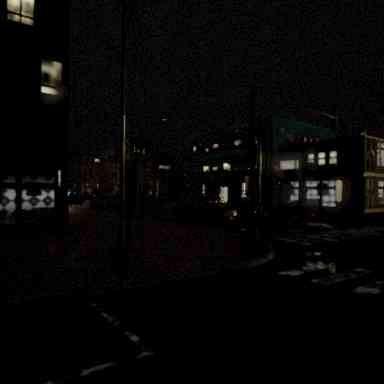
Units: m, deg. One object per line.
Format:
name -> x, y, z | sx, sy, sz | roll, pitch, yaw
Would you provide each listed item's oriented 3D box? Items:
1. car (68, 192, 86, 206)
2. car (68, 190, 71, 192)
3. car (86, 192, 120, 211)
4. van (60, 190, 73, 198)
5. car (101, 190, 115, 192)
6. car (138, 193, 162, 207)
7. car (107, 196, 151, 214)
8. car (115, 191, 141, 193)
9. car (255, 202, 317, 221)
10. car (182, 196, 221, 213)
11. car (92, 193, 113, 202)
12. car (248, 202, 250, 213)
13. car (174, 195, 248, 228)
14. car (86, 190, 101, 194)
car -> -15.615, 1.082, 43.551 | 1.802, 1.307, 4.206 | 2, 0, -36
car -> -21.811, 0.858, 61.756 | 2.033, 1.411, 5.357 | 1, 0, -36
car -> -9.048, 1.082, 34.612 | 1.967, 1.590, 4.097 | 2, 0, -36
van -> -28.548, 0.468, 75.338 | 1.690, 1.788, 3.998 | 2, 0, -36
car -> -12.137, 0.824, 52.986 | 2.192, 1.841, 5.009 | 2, 0, -36
car -> -5.578, 1.205, 44.042 | 2.008, 1.369, 4.403 | 2, 0, -36
car -> -5.769, 1.294, 30.141 | 1.802, 1.307, 4.206 | 2, 0, -36
car -> -8.853, 0.897, 48.513 | 2.192, 1.841, 5.009 | 2, 0, -36
car -> 7.550, 1.476, 26.159 | 1.887, 1.381, 4.507 | 2, 0, -36
car -> 0.988, 1.235, 35.102 | 1.967, 1.590, 4.097 | 2, 0, -36
car -> -15.525, 0.958, 57.593 | 1.752, 1.417, 4.829 | 2, 0, -36
car -> 4.268, 1.445, 30.629 | 1.802, 1.307, 4.206 | 2, 0, -36
car -> 0.802, 1.164, 21.200 | 2.192, 1.841, 5.009 | 2, 0, -36
car -> -15.675, 0.673, 53.403 | 2.150, 2.045, 5.566 | 1, 0, -36
